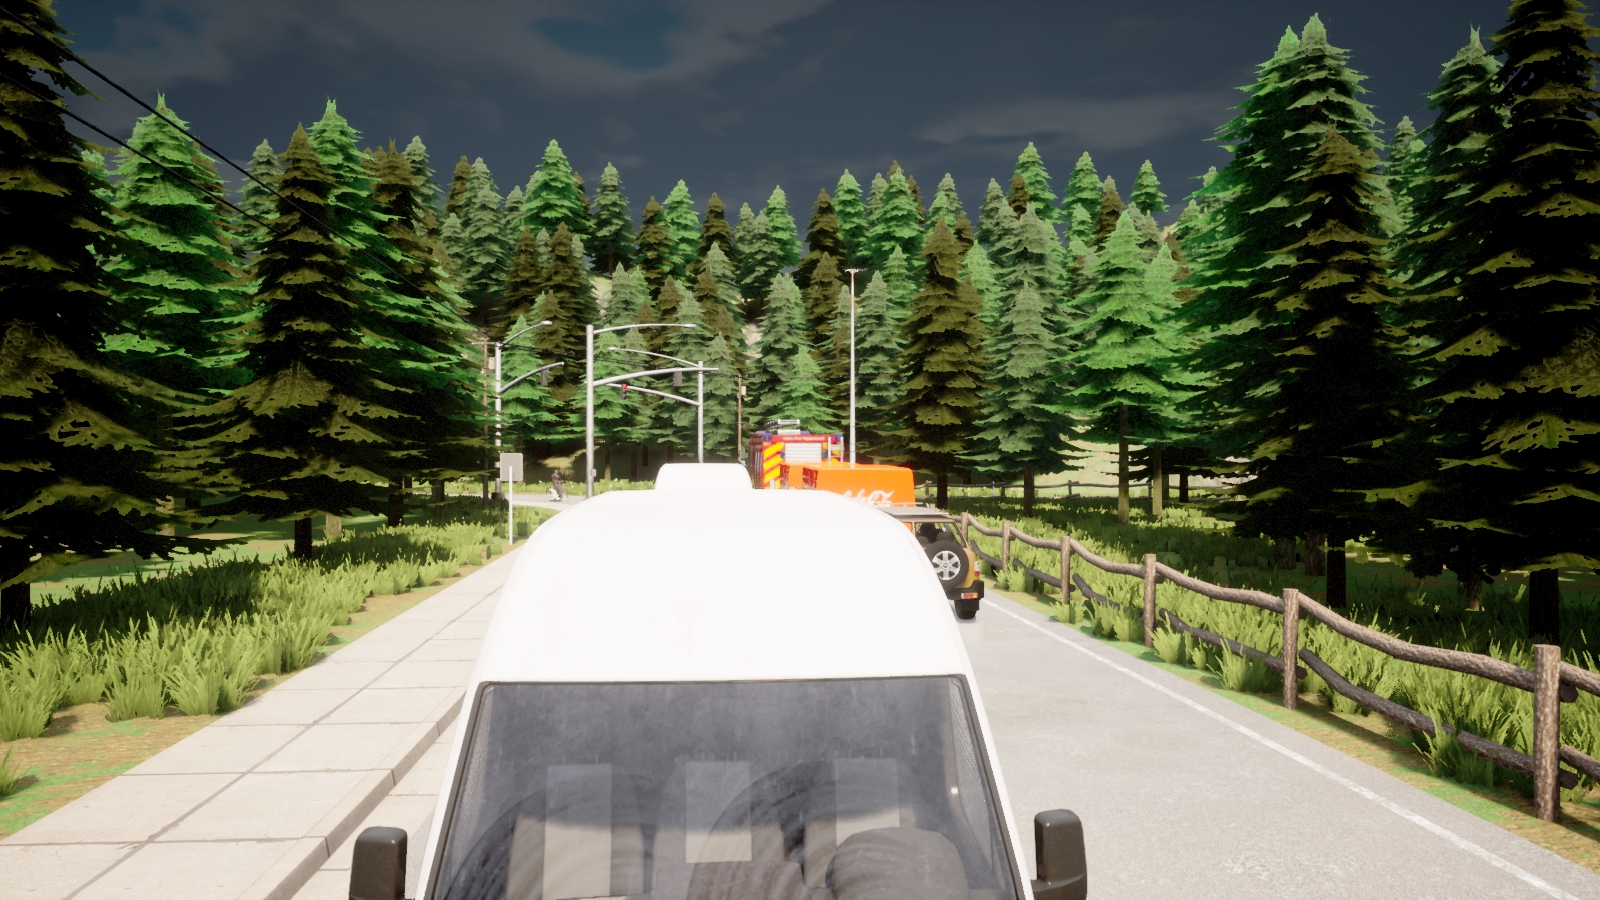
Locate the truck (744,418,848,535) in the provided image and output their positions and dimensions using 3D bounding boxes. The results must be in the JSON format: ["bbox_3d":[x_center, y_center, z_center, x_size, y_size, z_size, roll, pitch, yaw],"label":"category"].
[{"bbox_3d":[-0.330,0.864,41.732,2.891,3.827,8.468,0,0,-6],"label":"truck"}]

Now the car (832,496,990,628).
[{"bbox_3d":[1.806,1.837,20.136,1.932,1.855,4.605,0,0,-5],"label":"car"}]

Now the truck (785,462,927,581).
[{"bbox_3d":[1.157,1.541,26.866,2.627,2.467,5.204,0,0,-5],"label":"truck"}]

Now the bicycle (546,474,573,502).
[{"bbox_3d":[-12.852,2.034,61.042,1.835,1.471,0.329,0,0,40],"label":"bicycle"}]

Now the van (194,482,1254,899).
[{"bbox_3d":[-0.340,1.500,5.096,1.988,2.561,5.915,0,0,-5],"label":"van"}]
